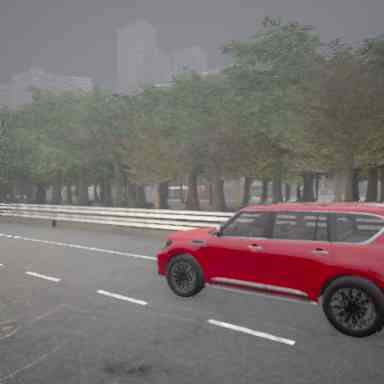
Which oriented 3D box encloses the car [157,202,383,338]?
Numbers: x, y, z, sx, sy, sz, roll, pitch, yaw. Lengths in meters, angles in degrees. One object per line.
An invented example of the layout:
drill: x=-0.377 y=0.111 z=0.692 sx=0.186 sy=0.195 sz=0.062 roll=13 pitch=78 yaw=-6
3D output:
car: x=1.835 y=1.223 z=6.858 sx=5.566 sy=2.045 sz=2.150 roll=0 pitch=0 yaw=35
